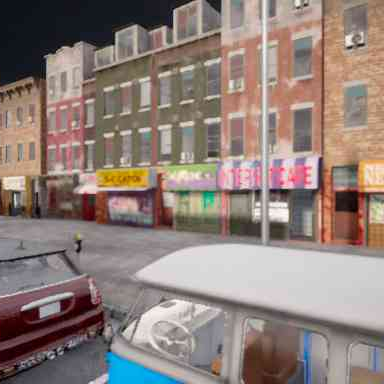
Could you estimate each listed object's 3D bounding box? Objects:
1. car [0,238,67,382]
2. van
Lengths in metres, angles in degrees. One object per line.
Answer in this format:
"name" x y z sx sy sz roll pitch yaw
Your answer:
"car" -3.294 1.435 5.099 4.097 1.590 1.967 0 0 35
"van" 1.197 1.334 1.968 3.998 1.788 1.690 0 0 35
